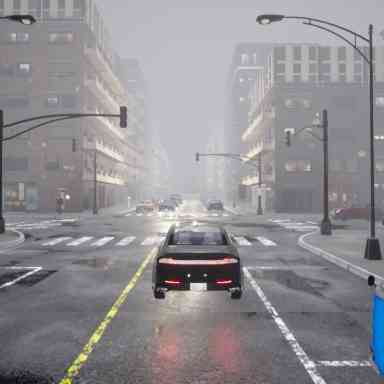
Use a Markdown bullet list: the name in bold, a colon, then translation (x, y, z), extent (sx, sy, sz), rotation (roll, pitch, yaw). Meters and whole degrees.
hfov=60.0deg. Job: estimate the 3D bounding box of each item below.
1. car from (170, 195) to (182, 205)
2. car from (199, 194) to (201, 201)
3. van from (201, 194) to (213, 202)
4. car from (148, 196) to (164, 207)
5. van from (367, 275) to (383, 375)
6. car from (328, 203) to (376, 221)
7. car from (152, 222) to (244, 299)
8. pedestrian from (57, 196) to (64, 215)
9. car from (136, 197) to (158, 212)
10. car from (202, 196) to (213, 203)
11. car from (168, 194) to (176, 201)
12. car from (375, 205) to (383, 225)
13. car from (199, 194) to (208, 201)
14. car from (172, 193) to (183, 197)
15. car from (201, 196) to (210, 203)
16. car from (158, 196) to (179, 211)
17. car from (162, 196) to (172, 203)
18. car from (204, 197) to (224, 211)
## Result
- **car**: translation (-2.972, 1.544, 50.778), extent (1.812, 1.442, 4.674), rotation (0, 0, 0)
- **car**: translation (2.867, 1.552, 68.259), extent (1.752, 1.417, 4.829), rotation (1, 0, 0)
- **van**: translation (2.843, 1.362, 56.804), extent (1.690, 1.788, 3.998), rotation (1, 0, 0)
- **car**: translation (-5.553, 1.459, 51.182), extent (1.967, 1.590, 4.097), rotation (1, 0, 0)
- **van**: translation (2.679, 1.342, 1.930), extent (1.690, 1.788, 3.998), rotation (1, 0, 0)
- **car**: translation (13.709, 1.608, 28.035), extent (4.097, 1.590, 1.967), rotation (0, -1, 1)
- **car**: translation (0.121, 1.494, 8.419), extent (2.128, 1.511, 4.902), rotation (0, 0, 0)
- **pedestrian**: translation (-12.464, 1.217, 31.355), extent (0.375, 1.860, 0.375), rotation (0, -1, 1)
- **car**: translation (-5.581, 1.539, 39.726), extent (1.752, 1.417, 4.829), rotation (1, 0, 0)
- **car**: translation (2.812, 1.567, 45.519), extent (2.008, 1.369, 4.403), rotation (1, 0, 0)
- **car**: translation (-5.458, 1.480, 90.680), extent (1.967, 1.590, 4.097), rotation (1, 0, 0)
- **car**: translation (13.586, 1.583, 19.654), extent (4.313, 1.339, 1.947), rotation (0, -1, 1)
- **car**: translation (2.911, 1.351, 85.017), extent (2.192, 1.841, 5.009), rotation (1, 0, 0)
- **car**: translation (-2.915, 1.245, 61.515), extent (2.150, 2.045, 5.566), rotation (0, 0, 1)
- **car**: translation (2.879, 1.612, 73.732), extent (1.802, 1.307, 4.206), rotation (1, 0, 0)
- **car**: translation (-3.003, 1.562, 40.874), extent (2.033, 1.411, 5.357), rotation (0, 0, 0)
- **car**: translation (-5.500, 1.574, 73.752), extent (1.887, 1.381, 4.507), rotation (1, 0, 0)
- **car**: translation (2.799, 1.580, 39.877), extent (1.947, 1.339, 4.313), rotation (1, 0, 0)
